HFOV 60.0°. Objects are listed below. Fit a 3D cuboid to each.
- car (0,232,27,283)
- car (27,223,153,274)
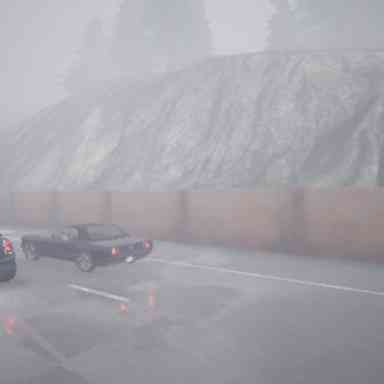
[{"bbox_3d":[-6.613,1.418,8.704,4.553,1.767,2.097,0,0,36],"label":"car"},{"bbox_3d":[-3.603,1.657,10.856,4.718,1.301,1.895,0,0,36],"label":"car"}]
